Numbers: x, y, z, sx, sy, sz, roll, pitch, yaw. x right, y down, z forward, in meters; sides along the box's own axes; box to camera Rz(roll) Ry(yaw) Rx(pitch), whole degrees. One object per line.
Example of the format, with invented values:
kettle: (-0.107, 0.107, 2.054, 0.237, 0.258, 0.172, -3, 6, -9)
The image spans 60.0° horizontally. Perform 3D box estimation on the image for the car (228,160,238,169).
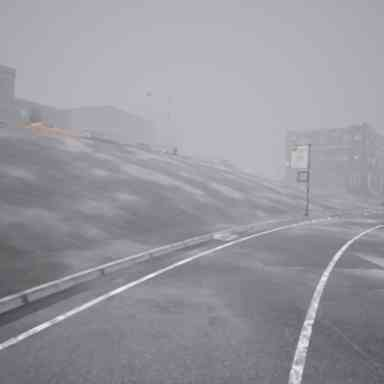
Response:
car: (5.994, -4.370, 56.893, 2.435, 2.045, 5.566, 3, -1, 30)

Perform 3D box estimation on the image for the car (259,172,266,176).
car: (13.719, -3.408, 71.544, 2.002, 1.452, 4.674, 3, -1, 27)

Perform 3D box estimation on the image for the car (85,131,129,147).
car: (-9.096, -5.097, 33.431, 2.185, 1.767, 4.553, 3, 0, 37)

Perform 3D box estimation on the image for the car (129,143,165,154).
car: (-5.813, -4.771, 38.117, 2.163, 1.488, 4.792, 3, 0, 35)

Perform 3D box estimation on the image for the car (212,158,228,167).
car: (3.150, -4.436, 52.056, 2.185, 1.767, 4.553, 3, 0, 31)

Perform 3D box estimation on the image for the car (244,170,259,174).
car: (11.227, -3.650, 66.599, 2.002, 1.452, 4.674, 3, -1, 28)

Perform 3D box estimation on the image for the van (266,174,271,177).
van: (16.209, -3.407, 76.647, 1.878, 1.987, 4.442, 3, -1, 26)

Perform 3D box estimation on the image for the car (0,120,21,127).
car: (-15.770, -5.278, 24.598, 2.002, 1.452, 4.674, 3, 0, 39)

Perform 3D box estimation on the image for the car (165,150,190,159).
car: (-2.730, -4.600, 42.692, 2.002, 1.452, 4.674, 3, 0, 34)

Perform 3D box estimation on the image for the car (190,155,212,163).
car: (0.204, -4.484, 47.250, 2.231, 1.521, 4.892, 3, 0, 33)

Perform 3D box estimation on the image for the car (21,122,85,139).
car: (-12.381, -5.142, 28.989, 2.097, 1.535, 5.008, 3, 0, 38)
